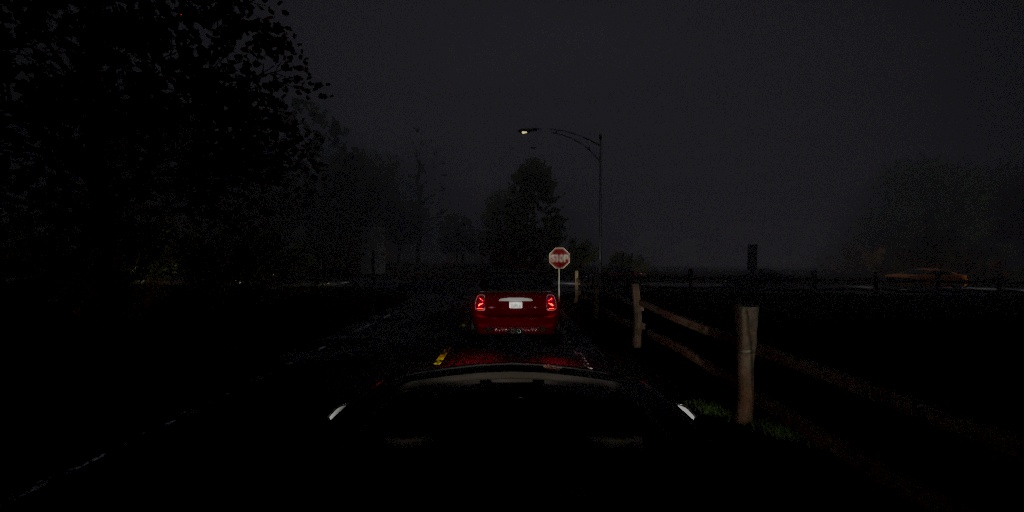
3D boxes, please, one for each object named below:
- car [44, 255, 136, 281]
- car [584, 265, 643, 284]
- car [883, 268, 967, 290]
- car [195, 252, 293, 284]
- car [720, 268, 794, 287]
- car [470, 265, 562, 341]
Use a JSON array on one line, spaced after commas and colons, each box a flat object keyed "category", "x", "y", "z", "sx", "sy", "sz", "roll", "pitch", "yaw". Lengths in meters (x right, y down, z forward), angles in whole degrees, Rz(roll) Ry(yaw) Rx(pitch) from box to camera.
[{"category": "car", "x": -27.968, "y": 0.749, "z": 23.967, "sx": 4.553, "sy": 1.767, "sz": 2.097, "roll": 1, "pitch": 1, "yaw": 0}, {"category": "car", "x": 7.632, "y": 1.410, "z": 27.101, "sx": 4.181, "sy": 1.385, "sz": 1.994, "roll": 1, "pitch": 1, "yaw": 0}, {"category": "car", "x": 31.138, "y": 1.660, "z": 27.119, "sx": 5.008, "sy": 1.535, "sz": 1.882, "roll": 1, "pitch": 1, "yaw": 0}, {"category": "car", "x": -17.884, "y": 0.756, "z": 24.023, "sx": 5.566, "sy": 2.045, "sz": 2.150, "roll": 1, "pitch": 1, "yaw": 0}, {"category": "car", "x": 18.347, "y": 1.600, "z": 27.113, "sx": 4.718, "sy": 1.301, "sz": 1.895, "roll": 1, "pitch": 1, "yaw": 0}, {"category": "car", "x": 0.081, "y": 1.100, "z": 10.015, "sx": 2.097, "sy": 1.767, "sz": 4.553, "roll": 0, "pitch": 0, "yaw": 0}]
